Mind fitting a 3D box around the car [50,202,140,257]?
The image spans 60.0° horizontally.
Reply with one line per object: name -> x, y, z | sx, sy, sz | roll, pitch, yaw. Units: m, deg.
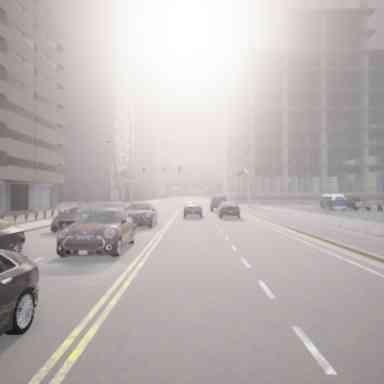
car -> -3.603, 1.426, 13.228 | 2.097, 1.767, 4.553 | 0, 0, 0

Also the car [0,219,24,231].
car -> -7.096, 1.584, 10.637 | 1.812, 1.442, 4.674 | 0, 0, 0

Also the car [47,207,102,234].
car -> -7.103, 1.678, 20.631 | 1.994, 1.385, 4.181 | 0, 0, 0

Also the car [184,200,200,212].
car -> 0.013, 1.794, 44.139 | 2.033, 1.411, 5.357 | 0, 0, 1

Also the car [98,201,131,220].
car -> -7.059, 1.648, 30.755 | 1.882, 1.535, 5.008 | 0, 0, 1

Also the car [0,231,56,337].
car -> -3.603, 1.528, 4.009 | 1.837, 1.490, 4.892 | 0, 0, 0

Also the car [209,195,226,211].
car -> 3.516, 1.469, 44.493 | 2.150, 2.045, 5.566 | 0, -1, 1

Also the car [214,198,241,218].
car -> 3.491, 1.658, 32.094 | 1.882, 1.535, 5.008 | 0, 0, 0

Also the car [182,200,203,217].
car -> 0.088, 1.677, 33.032 | 2.128, 1.511, 4.902 | 0, 0, 0

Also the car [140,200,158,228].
car -> -3.592, 1.481, 23.145 | 2.097, 1.767, 4.553 | 0, 0, 0
